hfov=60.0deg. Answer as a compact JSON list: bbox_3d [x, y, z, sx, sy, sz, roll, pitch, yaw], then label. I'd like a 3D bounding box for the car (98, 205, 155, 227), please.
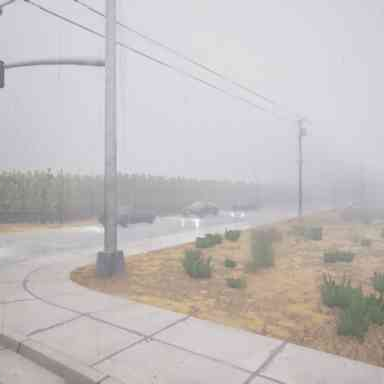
[{"bbox_3d":[-4.415,1.592,22.999,1.994,1.385,4.181,0,0,33],"label":"car"}]

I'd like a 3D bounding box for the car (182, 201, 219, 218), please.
[{"bbox_3d":[0.943,1.554,31.325,1.812,1.442,4.674,0,0,32],"label":"car"}]

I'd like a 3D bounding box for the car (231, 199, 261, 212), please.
[{"bbox_3d":[6.571,1.575,40.107,2.033,1.411,5.357,0,0,33],"label":"car"}]
